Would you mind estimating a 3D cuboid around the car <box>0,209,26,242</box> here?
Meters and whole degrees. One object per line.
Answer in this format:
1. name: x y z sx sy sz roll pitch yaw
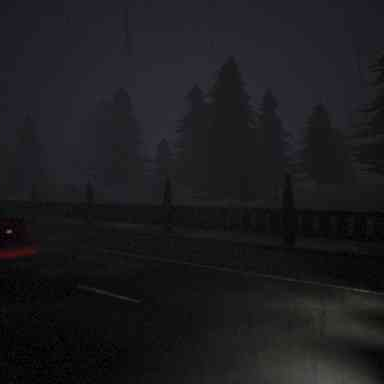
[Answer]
1. car: -9.505 1.464 15.070 5.008 1.535 1.882 0 0 36
